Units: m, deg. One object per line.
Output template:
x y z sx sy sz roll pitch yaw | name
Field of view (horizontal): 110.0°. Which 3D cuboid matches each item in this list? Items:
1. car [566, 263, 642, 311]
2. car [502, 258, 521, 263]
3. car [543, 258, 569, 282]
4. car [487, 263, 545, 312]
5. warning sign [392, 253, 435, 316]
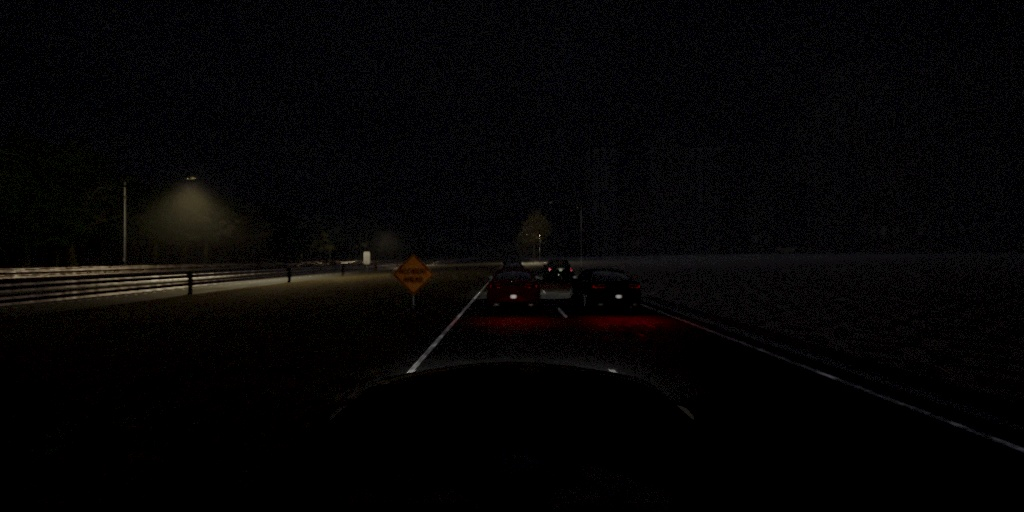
3.579 1.205 14.412 1.882 1.535 5.008 0 0 1 | car
0.091 1.177 30.167 1.882 1.535 5.008 0 0 0 | car
3.582 1.053 28.405 2.097 1.767 4.553 0 0 0 | car
0.079 1.206 14.266 1.882 1.535 5.008 0 -1 1 | car
-3.046 0.849 11.112 1.300 1.860 1.060 0 0 0 | warning sign
